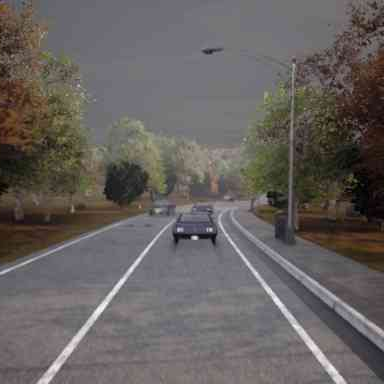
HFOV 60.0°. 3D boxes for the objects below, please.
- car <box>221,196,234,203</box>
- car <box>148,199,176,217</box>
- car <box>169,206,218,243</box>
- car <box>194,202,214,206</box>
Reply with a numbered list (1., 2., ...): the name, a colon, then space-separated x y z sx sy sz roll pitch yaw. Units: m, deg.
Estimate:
1. car: 7.485 1.480 69.758 1.812 1.442 4.674 2 0 22
2. car: -2.672 1.441 30.622 2.128 1.511 4.902 0 0 6
3. car: 0.157 1.583 15.870 1.895 1.301 4.718 0 0 1
4. car: 1.150 1.582 31.999 1.895 1.301 4.718 1 0 7
